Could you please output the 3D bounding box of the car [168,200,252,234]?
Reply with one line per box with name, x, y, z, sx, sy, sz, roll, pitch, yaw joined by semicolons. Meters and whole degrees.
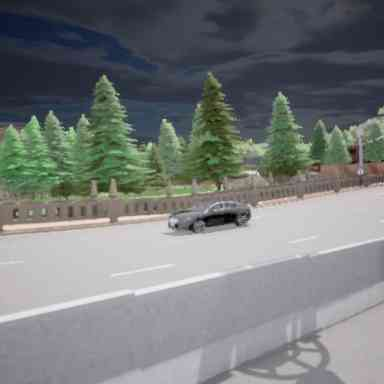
car;1.027;1.208;17.619;4.902;1.511;2.128;-3;2;-35
